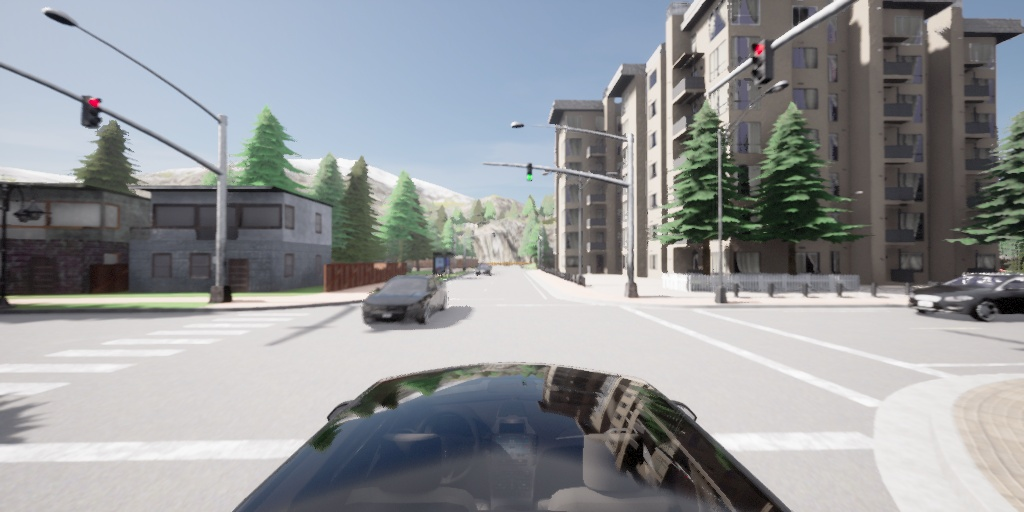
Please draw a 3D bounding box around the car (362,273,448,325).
[{"bbox_3d":[-3.497,1.410,12.530,1.882,1.535,5.008,0,0,0],"label":"car"}]

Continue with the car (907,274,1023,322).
[{"bbox_3d":[16.691,1.383,12.429,4.902,1.511,2.128,0,-1,-2],"label":"car"}]

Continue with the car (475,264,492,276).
[{"bbox_3d":[-3.502,1.709,45.210,2.128,1.511,4.902,0,0,0],"label":"car"}]
